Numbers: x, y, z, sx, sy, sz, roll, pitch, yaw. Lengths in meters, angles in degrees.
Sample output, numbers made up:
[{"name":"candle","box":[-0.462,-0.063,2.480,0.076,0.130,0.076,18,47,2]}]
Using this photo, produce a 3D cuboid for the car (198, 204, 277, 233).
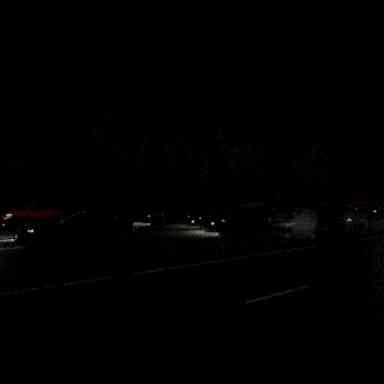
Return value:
[{"name":"car","box":[2.801,1.633,20.136,4.181,1.385,1.994,0,0,-35]}]

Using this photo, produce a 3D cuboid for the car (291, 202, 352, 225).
[{"name":"car","box":[9.839,1.675,25.152,4.181,1.385,1.994,0,0,-35]}]

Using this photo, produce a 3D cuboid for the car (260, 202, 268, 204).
[{"name":"car","box":[5.920,1.638,30.940,4.674,1.442,1.812,0,0,-35]}]

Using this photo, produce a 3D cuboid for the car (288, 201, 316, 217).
[{"name":"car","box":[10.768,1.634,30.090,4.892,1.490,1.837,0,0,-35]}]

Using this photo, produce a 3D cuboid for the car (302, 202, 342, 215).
[{"name":"car","box":[14.444,1.765,36.956,4.718,1.301,1.895,0,0,-36]}]

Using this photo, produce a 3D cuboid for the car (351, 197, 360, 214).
[{"name":"car","box":[19.257,1.403,36.082,5.566,2.045,2.150,0,0,-35]}]

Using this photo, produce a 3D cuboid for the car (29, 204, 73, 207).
[{"name":"car","box":[-6.275,1.574,18.004,5.357,1.411,2.033,0,0,-35]}]

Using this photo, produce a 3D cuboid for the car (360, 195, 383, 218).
[{"name":"car","box":[18.569,1.386,31.303,5.566,2.045,2.150,0,0,-36]}]

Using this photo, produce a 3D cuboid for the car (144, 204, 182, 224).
[{"name":"car","box":[-1.557,1.631,25.624,4.181,1.385,1.994,0,0,-36]}]

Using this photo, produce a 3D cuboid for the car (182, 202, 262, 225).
[{"name":"car","box":[2.228,1.625,24.030,5.357,1.411,2.033,0,0,-35]}]

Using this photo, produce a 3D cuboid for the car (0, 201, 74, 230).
[{"name":"car","box":[-9.140,1.372,20.205,4.553,1.767,2.097,0,0,-36]}]

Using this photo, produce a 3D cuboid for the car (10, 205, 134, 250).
[{"name":"car","box":[-4.952,1.514,14.593,4.902,1.511,2.128,0,0,-36]}]
